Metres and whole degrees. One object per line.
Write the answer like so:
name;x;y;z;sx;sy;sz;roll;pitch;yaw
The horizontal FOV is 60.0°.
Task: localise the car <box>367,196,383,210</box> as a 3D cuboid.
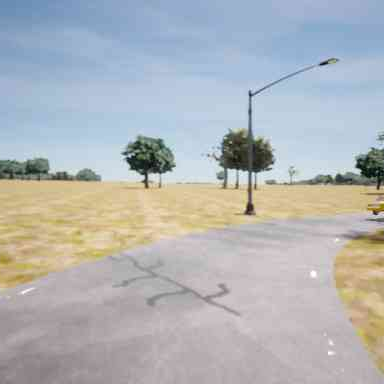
car;15.136;0.874;24.615;5.366;1.575;1.801;-1;1;-31
